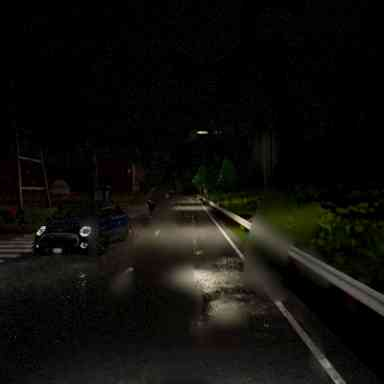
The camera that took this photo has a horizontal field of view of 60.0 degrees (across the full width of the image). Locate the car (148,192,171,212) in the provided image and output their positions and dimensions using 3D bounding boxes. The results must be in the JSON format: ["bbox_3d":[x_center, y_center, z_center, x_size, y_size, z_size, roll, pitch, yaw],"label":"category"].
[{"bbox_3d":[-3.581,1.020,37.769,2.150,2.045,5.566,0,1,0],"label":"car"}]

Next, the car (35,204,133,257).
[{"bbox_3d":[-3.934,1.284,12.827,2.097,1.767,4.553,-1,0,9],"label":"car"}]
